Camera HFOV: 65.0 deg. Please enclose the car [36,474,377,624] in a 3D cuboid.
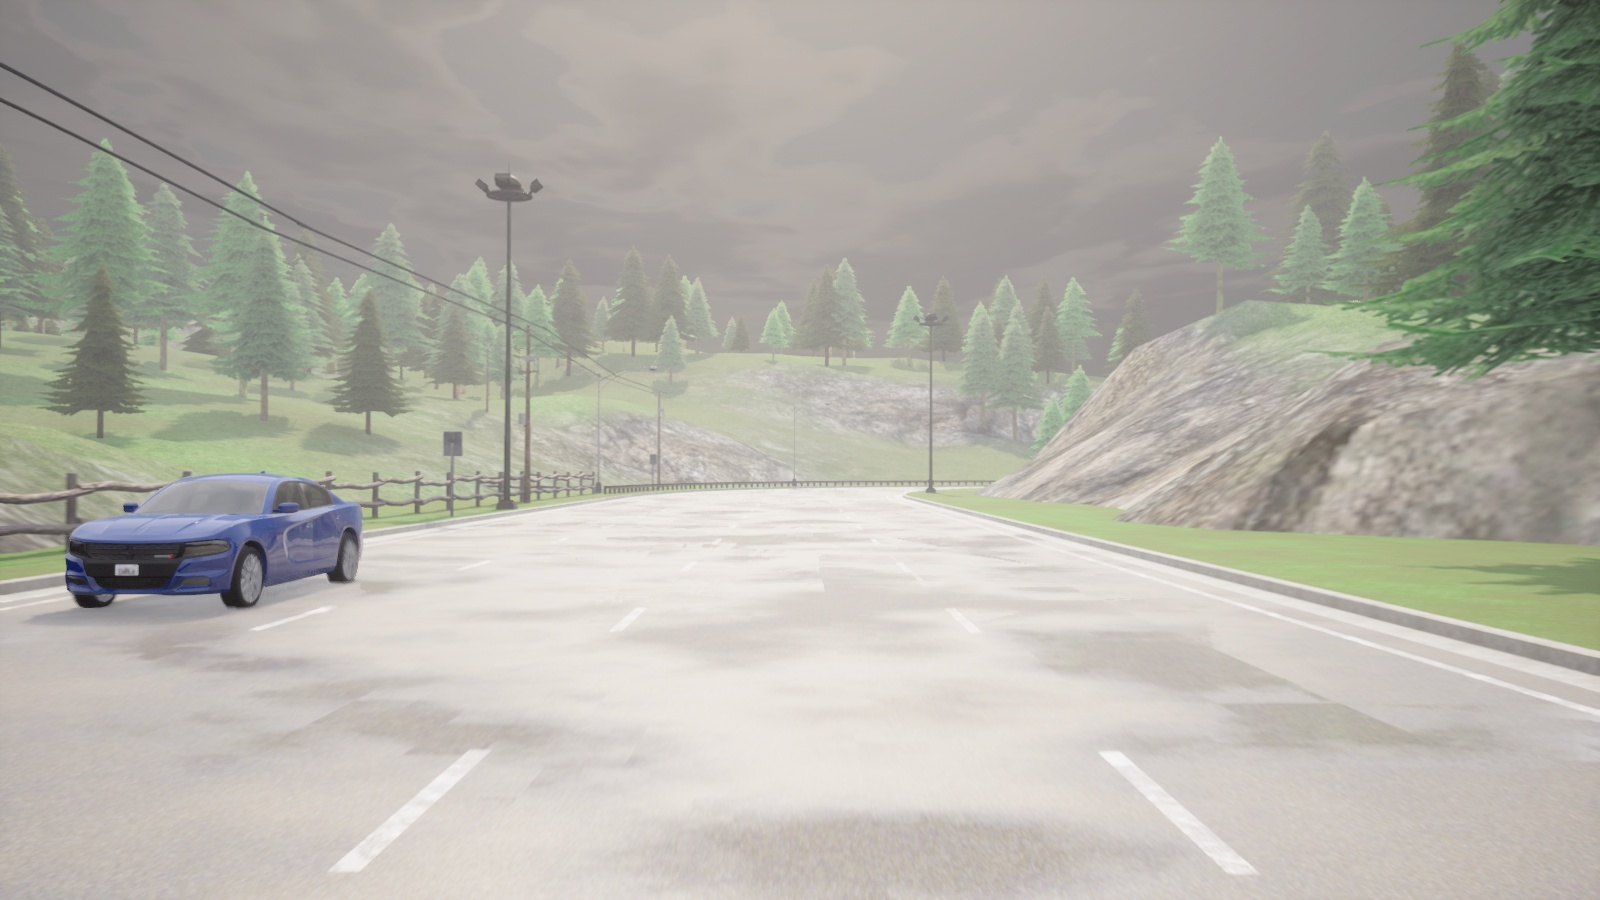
[{"bbox_3d":[-7.037,1.082,15.624,1.882,1.535,5.008,0,-1,0],"label":"car"}]
